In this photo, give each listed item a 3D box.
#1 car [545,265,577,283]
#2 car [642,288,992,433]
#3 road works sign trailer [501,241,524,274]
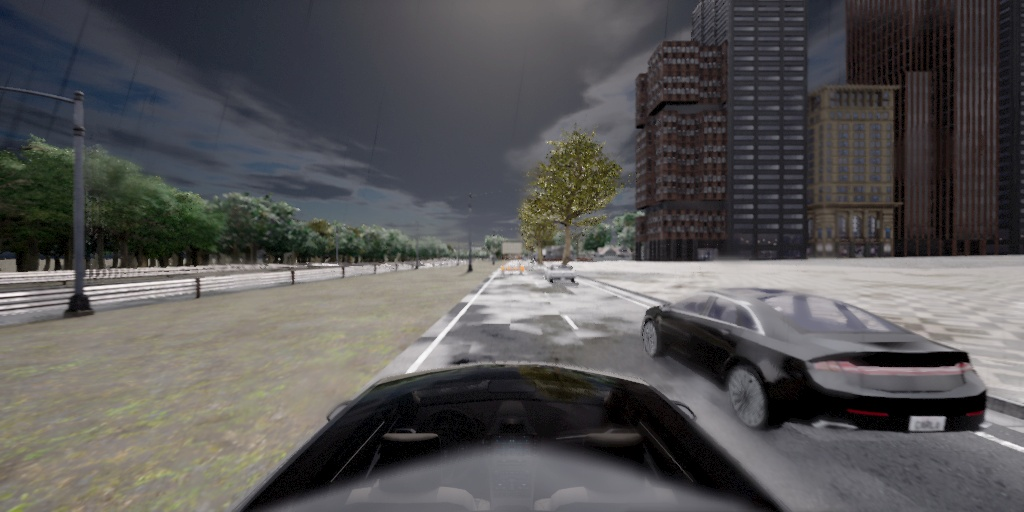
[{"bbox_3d":[3.604,1.302,27.396,1.895,1.301,4.718,0,0,0],"label":"car"},{"bbox_3d":[3.602,1.234,5.535,2.128,1.511,4.902,0,0,0],"label":"car"},{"bbox_3d":[0.005,0.156,39.501,2.380,3.560,2.880,0,0,0],"label":"road works sign trailer"}]
